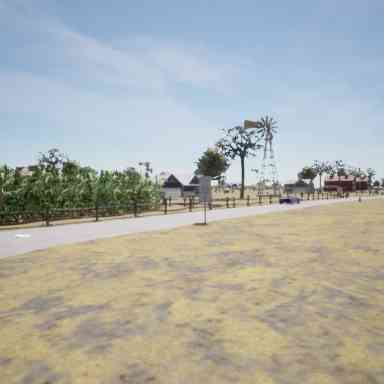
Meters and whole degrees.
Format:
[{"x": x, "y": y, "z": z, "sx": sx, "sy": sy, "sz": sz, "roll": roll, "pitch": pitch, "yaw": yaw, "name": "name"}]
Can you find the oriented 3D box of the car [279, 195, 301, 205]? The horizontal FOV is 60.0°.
[{"x": 14.585, "y": 1.145, "z": 49.360, "sx": 1.895, "sy": 1.301, "sz": 4.718, "roll": 0, "pitch": 0, "yaw": 35, "name": "car"}]
